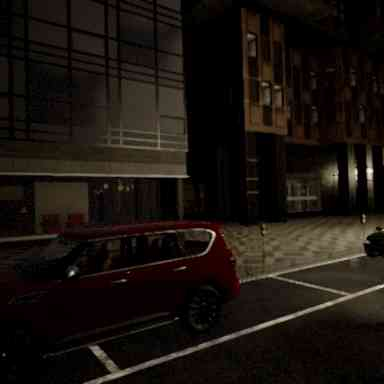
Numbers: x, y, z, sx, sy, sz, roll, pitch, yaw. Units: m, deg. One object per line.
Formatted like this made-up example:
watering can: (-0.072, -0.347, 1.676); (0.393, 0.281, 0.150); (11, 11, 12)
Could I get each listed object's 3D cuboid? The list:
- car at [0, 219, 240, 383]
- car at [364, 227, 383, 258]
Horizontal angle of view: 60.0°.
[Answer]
car: (-1.462, 1.476, 5.534); (5.009, 1.841, 2.192); (-1, -1, -34)
car: (7.853, 1.563, 11.790); (4.403, 1.369, 2.008); (-1, -1, -34)
